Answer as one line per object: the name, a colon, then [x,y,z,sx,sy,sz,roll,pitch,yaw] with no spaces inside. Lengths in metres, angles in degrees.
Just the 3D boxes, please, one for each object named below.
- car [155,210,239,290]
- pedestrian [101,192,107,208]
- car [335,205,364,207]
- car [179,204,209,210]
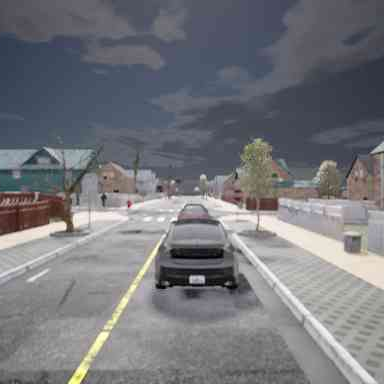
car: [0.108,1.455,8.933,1.837,1.490,4.892,0,0,0]
pedestrian: [-9.567,0.851,35.971,0.375,1.860,0.375,0,-2,0]
car: [15.060,1.708,33.009,5.008,1.535,1.882,1,-1,0]
car: [0.125,1.455,21.373,1.994,1.385,4.181,0,0,1]
